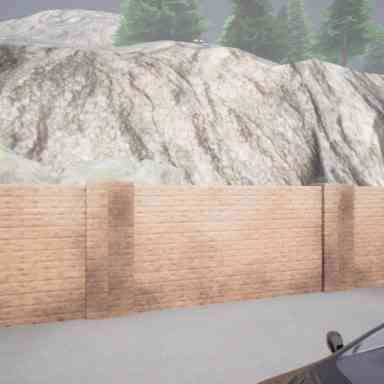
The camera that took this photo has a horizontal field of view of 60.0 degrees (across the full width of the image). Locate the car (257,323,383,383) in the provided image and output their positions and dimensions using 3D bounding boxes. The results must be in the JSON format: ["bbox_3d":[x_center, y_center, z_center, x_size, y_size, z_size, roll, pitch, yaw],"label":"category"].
[{"bbox_3d":[2.100,1.492,1.946,4.902,1.511,2.128,0,0,-19],"label":"car"}]
